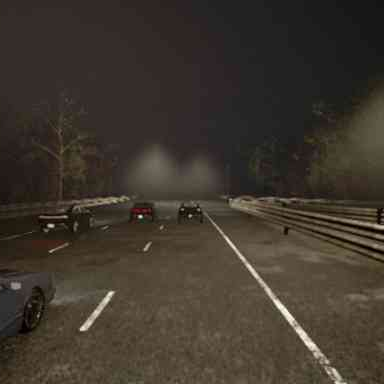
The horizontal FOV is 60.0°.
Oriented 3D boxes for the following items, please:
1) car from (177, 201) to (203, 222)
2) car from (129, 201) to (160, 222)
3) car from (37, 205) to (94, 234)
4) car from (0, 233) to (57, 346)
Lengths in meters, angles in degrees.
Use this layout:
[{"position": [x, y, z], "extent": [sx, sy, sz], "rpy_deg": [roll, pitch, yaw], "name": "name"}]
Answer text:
[{"position": [-0.143, 1.459, 25.524], "extent": [2.128, 1.511, 4.902], "rpy_deg": [0, 0, -1], "name": "car"}, {"position": [-3.646, 1.473, 25.720], "extent": [1.837, 1.490, 4.892], "rpy_deg": [0, 0, -1], "name": "car"}, {"position": [-7.042, 1.467, 18.957], "extent": [2.128, 1.511, 4.902], "rpy_deg": [0, 0, -1], "name": "car"}, {"position": [-3.413, 1.542, 3.684], "extent": [2.033, 1.411, 5.357], "rpy_deg": [0, 0, 0], "name": "car"}]
